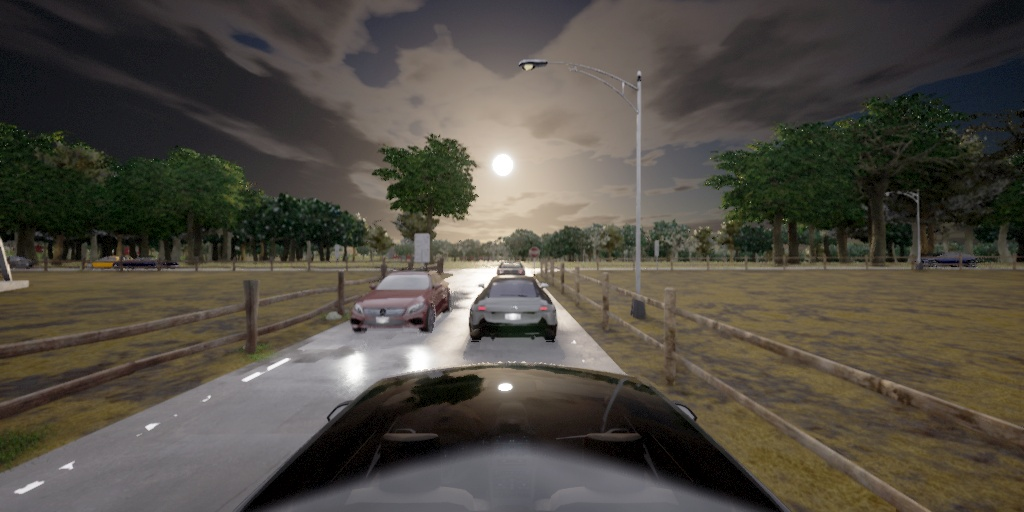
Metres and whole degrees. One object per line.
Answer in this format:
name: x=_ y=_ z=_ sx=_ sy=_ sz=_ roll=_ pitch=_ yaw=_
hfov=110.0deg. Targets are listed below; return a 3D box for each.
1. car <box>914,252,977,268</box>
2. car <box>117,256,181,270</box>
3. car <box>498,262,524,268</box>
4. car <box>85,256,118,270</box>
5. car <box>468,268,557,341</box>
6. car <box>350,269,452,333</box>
car: x=45.531 y=0.396 z=37.962 sx=4.553 sy=1.767 sz=2.097 roll=0 pitch=-1 yaw=15
car: x=-38.255 y=0.858 z=38.053 sx=4.718 sy=1.301 sz=1.895 roll=0 pitch=-1 yaw=0
car: x=-0.057 y=1.034 z=24.970 sx=1.895 sy=1.301 sz=4.718 roll=0 pitch=1 yaw=0
car: x=-45.540 y=0.769 z=40.875 sx=5.008 sy=1.535 sz=1.882 roll=-1 pitch=-1 yaw=0
car: x=0.026 y=1.191 z=9.417 sx=1.994 sy=1.385 sz=4.181 roll=0 pitch=1 yaw=0
car: x=-2.895 y=1.138 z=10.306 sx=1.812 sy=1.442 sz=4.674 roll=0 pitch=1 yaw=0
